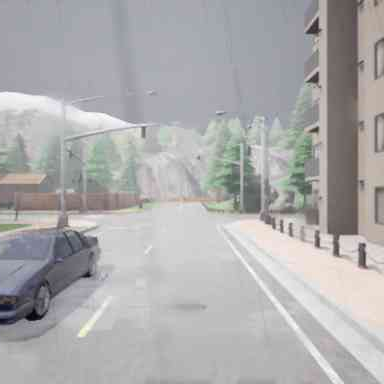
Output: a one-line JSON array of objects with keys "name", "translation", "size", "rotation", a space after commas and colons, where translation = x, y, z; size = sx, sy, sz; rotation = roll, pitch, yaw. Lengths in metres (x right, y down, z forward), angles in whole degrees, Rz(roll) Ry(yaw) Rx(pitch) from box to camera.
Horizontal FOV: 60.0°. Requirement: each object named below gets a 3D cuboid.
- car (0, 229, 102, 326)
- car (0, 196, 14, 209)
[{"name": "car", "translation": [-3.582, 1.596, 7.672], "size": [2.033, 1.411, 5.357], "rotation": [0, 0, 0]}, {"name": "car", "translation": [-25.087, 1.429, 43.016], "size": [1.932, 1.855, 4.605], "rotation": [0, 0, -1]}]
